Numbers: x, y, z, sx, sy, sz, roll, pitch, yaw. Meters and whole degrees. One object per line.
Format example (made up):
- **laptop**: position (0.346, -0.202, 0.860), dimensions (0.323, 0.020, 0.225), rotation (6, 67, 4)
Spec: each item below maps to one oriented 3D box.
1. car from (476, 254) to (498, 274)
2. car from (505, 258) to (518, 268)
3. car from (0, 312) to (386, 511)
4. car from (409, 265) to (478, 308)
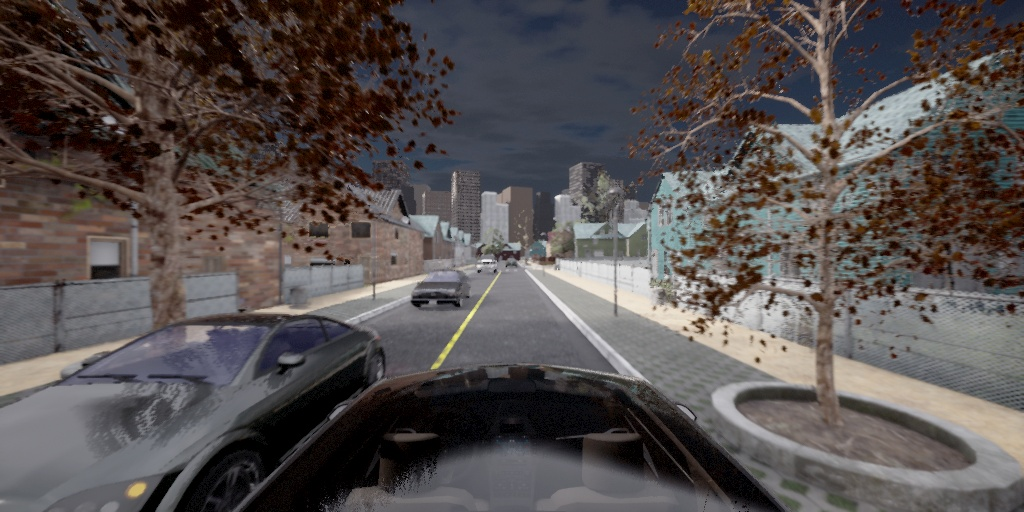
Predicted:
- **car**: position (-2.809, 0.796, 41.300), dimensions (2.150, 2.045, 5.566), rotation (0, 0, 0)
- **car**: position (-0.091, 1.120, 61.276), dimensions (2.097, 1.767, 4.553), rotation (0, 0, 0)
- **car**: position (-2.846, 1.318, 3.614), dimensions (1.994, 1.385, 4.181), rotation (0, 0, 0)
- **car**: position (-2.860, 1.302, 15.615), dimensions (2.033, 1.411, 5.357), rotation (0, 0, 0)
